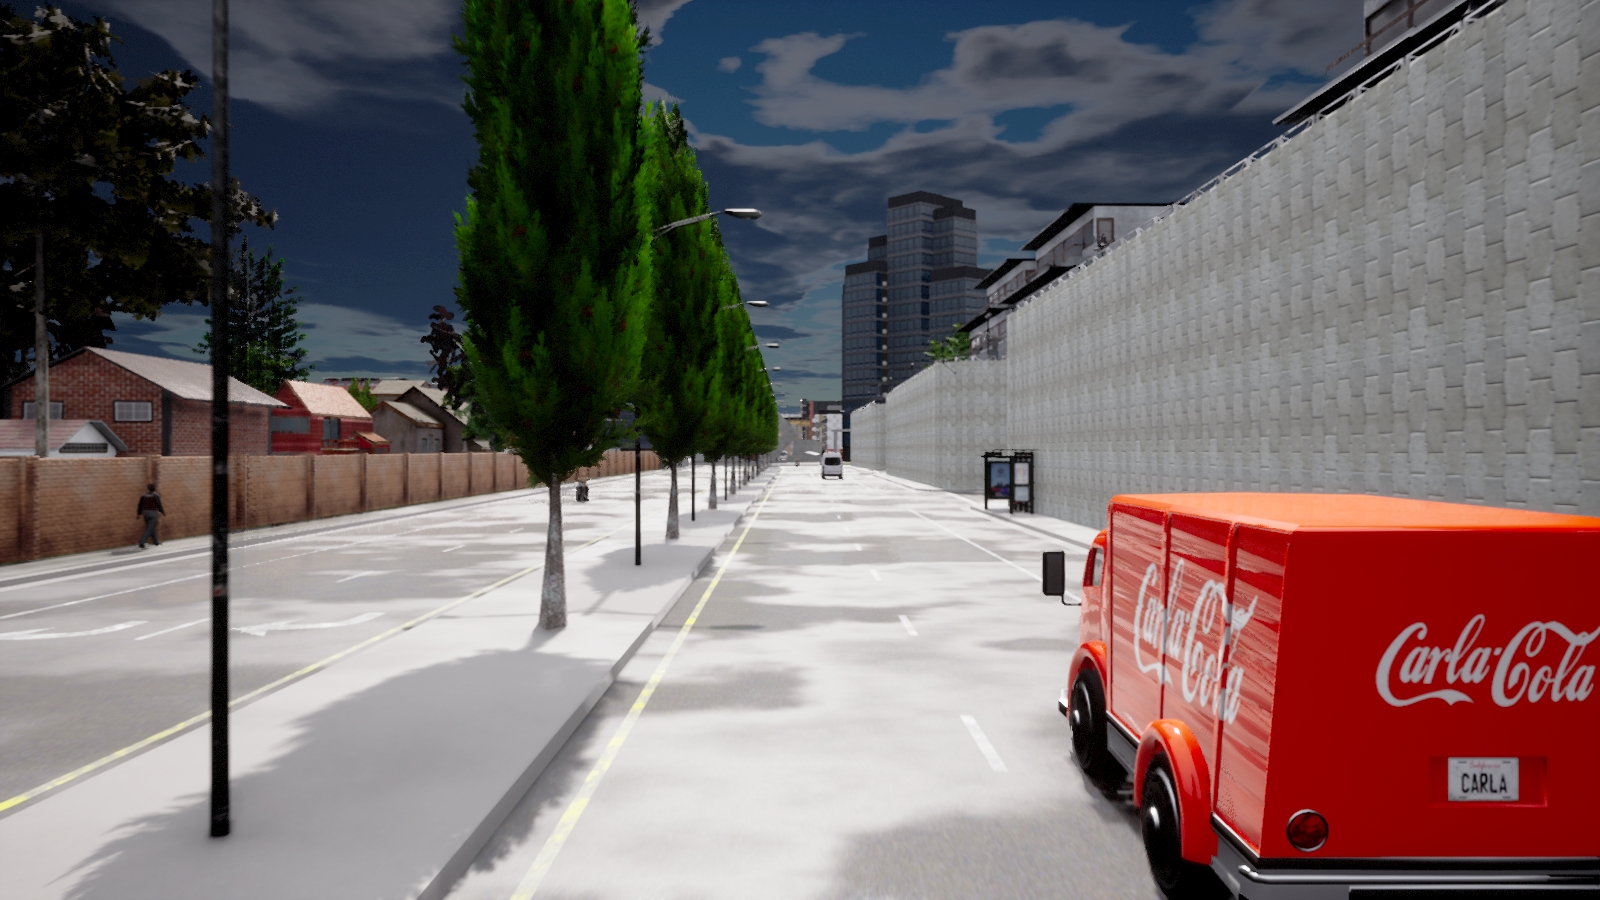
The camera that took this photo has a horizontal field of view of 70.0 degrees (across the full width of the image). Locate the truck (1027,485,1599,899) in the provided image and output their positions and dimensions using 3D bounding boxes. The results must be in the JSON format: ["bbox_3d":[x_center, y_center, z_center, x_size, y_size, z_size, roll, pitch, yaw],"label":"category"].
[{"bbox_3d":[3.483,1.568,8.327,2.627,2.467,5.204,0,0,0],"label":"truck"}]

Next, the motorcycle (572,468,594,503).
[{"bbox_3d":[-11.690,1.906,61.520,0.764,1.802,2.356,0,0,0],"label":"motorcycle"}]

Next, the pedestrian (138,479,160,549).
[{"bbox_3d":[-17.316,1.697,30.400,0.375,1.860,0.375,0,0,0],"label":"pedestrian"}]
